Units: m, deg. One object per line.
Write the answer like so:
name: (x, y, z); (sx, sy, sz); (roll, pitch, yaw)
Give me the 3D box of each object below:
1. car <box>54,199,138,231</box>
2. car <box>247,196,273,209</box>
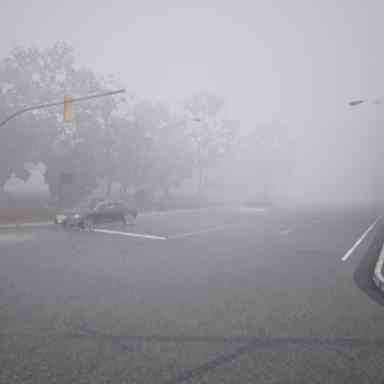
car: (-5.017, 1.124, 17.981); (2.128, 1.511, 4.902); (2, 1, 32)
car: (7.885, 1.146, 38.415); (1.994, 1.385, 4.181); (2, 1, 32)
